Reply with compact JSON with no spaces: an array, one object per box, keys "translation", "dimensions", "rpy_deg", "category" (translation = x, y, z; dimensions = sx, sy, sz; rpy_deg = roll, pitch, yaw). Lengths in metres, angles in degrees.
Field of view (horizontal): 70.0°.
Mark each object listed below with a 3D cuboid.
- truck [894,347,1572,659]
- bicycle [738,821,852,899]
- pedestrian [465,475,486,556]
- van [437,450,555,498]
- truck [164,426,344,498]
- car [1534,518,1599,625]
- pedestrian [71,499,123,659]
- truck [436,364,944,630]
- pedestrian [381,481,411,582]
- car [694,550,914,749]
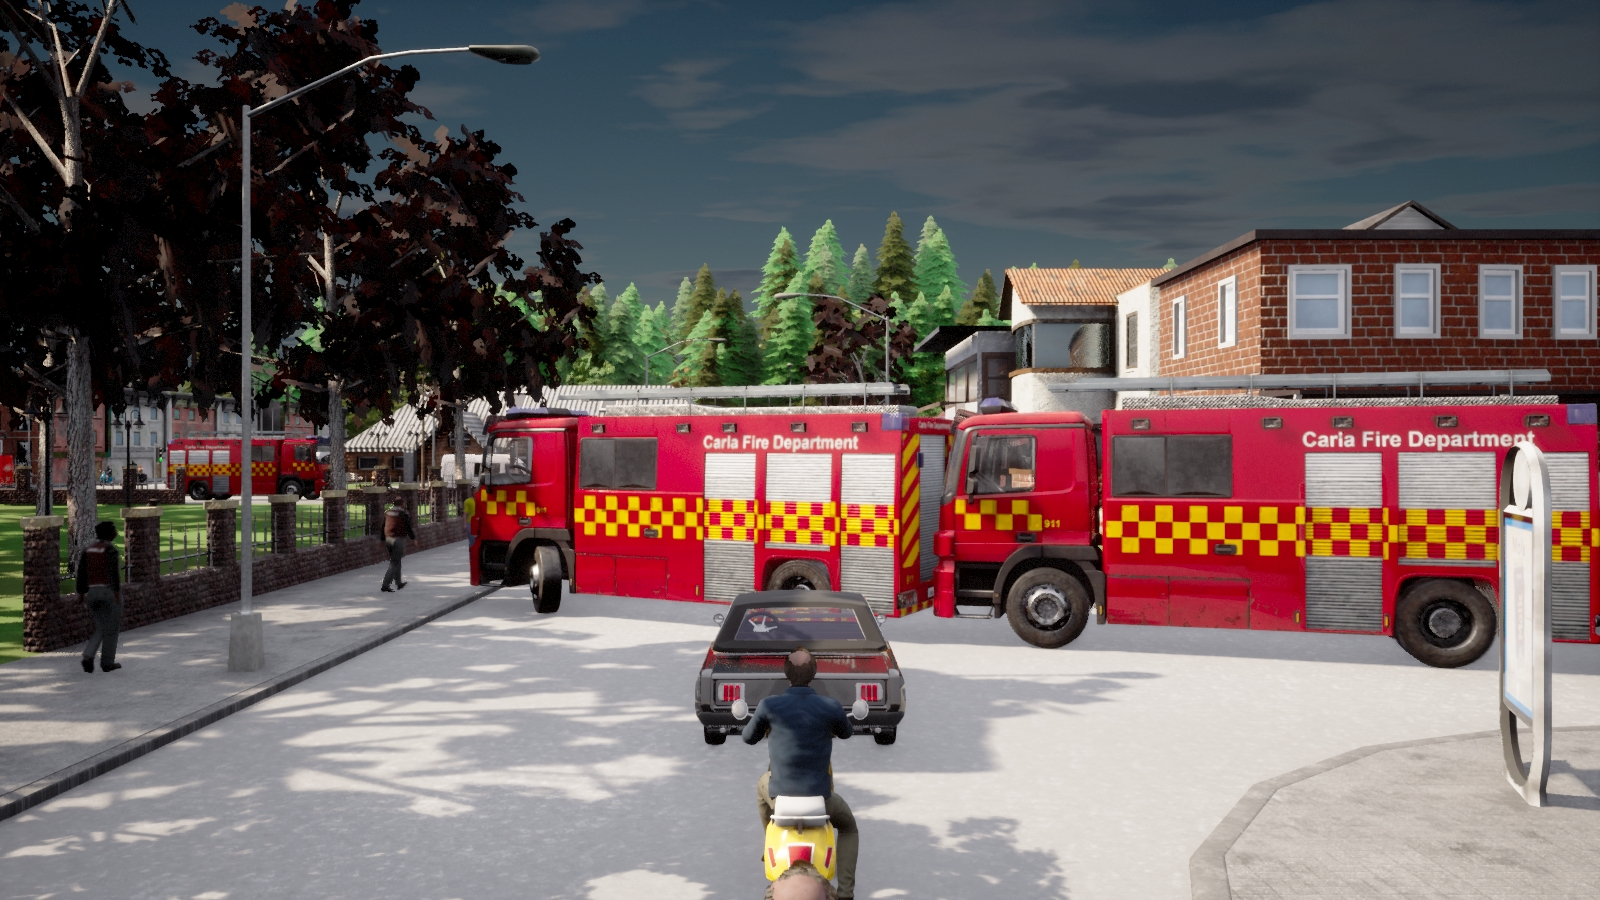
[{"translation":[5.825,0.661,16.617],"dimensions":[8.468,3.827,2.891],"rpy_deg":[0,0,17],"category":"truck"},{"translation":[-0.015,1.938,3.086],"dimensions":[0.329,1.271,1.835],"rpy_deg":[0,0,0],"category":"bicycle"},{"translation":[-7.596,1.514,26.723],"dimensions":[0.375,1.860,0.375],"rpy_deg":[0,0,-32],"category":"pedestrian"},{"translation":[-16.613,1.289,62.612],"dimensions":[5.915,2.561,1.988],"rpy_deg":[0,0,0],"category":"van"},{"translation":[-29.853,0.645,62.699],"dimensions":[8.468,3.827,2.891],"rpy_deg":[0,0,1],"category":"truck"},{"translation":[14.201,1.835,17.290],"dimensions":[4.792,1.488,2.163],"rpy_deg":[0,0,0],"category":"car"},{"translation":[-8.368,1.519,13.612],"dimensions":[0.375,1.860,0.375],"rpy_deg":[0,0,7],"category":"pedestrian"},{"translation":[-2.039,0.664,19.658],"dimensions":[8.468,3.827,2.891],"rpy_deg":[0,0,27],"category":"truck"},{"translation":[-7.568,1.514,21.391],"dimensions":[0.375,1.860,0.375],"rpy_deg":[0,0,21],"category":"pedestrian"},{"translation":[0.033,1.930,12.217],"dimensions":[1.895,1.301,4.718],"rpy_deg":[0,0,0],"category":"car"}]
